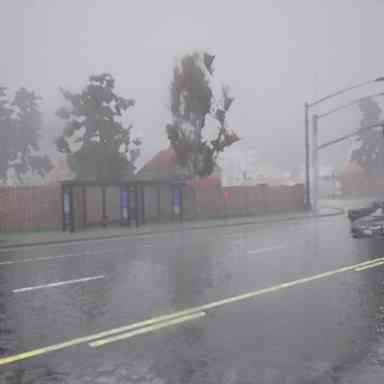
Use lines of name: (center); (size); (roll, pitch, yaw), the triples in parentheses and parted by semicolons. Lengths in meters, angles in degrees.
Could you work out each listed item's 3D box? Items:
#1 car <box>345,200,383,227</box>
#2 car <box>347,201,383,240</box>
car: (11.827, 1.281, 20.938); (4.718, 1.301, 1.895); (-1, 1, -35)
car: (8.894, 1.305, 14.603); (4.674, 1.442, 1.812); (-1, 1, -35)
